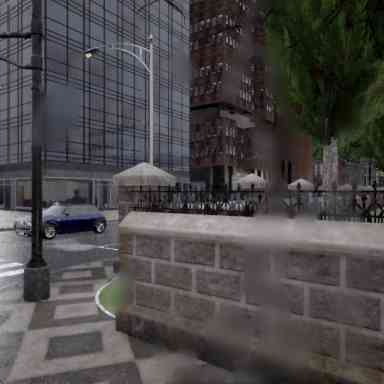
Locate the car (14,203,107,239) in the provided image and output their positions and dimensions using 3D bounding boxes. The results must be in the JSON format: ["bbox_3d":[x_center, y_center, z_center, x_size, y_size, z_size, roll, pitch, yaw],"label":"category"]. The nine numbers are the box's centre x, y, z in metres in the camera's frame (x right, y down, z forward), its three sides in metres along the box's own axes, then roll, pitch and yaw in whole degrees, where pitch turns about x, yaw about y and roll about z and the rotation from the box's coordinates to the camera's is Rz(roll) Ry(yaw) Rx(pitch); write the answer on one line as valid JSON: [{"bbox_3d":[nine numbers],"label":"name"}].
[{"bbox_3d":[-6.877,1.426,17.834,2.097,1.767,4.553,0,0,36],"label":"car"}]

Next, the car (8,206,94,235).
[{"bbox_3d":[-8.445,1.632,20.222,2.008,1.369,4.403,0,-1,36],"label":"car"}]
